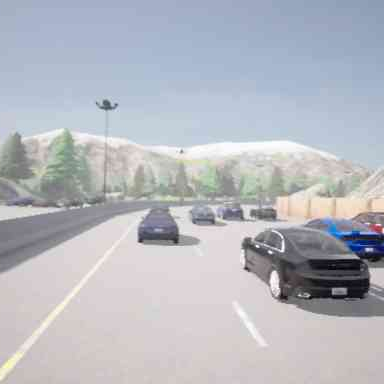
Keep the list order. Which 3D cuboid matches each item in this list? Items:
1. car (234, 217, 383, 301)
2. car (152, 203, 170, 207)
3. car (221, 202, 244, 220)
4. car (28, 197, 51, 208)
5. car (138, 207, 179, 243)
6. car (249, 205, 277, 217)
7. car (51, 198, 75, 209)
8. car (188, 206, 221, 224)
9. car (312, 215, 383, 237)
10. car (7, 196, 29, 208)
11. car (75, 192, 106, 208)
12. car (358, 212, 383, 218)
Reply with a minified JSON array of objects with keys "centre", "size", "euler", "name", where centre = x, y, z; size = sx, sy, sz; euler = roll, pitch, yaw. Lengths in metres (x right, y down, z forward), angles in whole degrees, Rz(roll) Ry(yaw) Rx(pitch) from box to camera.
[{"centre":[2.608,1.674,8.802],"size":[1.837,1.490,4.892],"euler":[2,0,-5],"name":"car"},{"centre":[-3.193,1.860,33.967],"size":[1.994,1.385,4.181],"euler":[2,-1,-3],"name":"car"},{"centre":[3.831,1.829,33.606],"size":[2.097,1.767,4.553],"euler":[2,-1,-4],"name":"car"},{"centre":[-20.716,1.588,47.077],"size":[1.994,1.385,4.181],"euler":[1,-1,5],"name":"car"},{"centre":[-1.698,1.710,17.018],"size":[1.994,1.385,4.181],"euler":[2,-1,-5],"name":"car"},{"centre":[7.284,2.069,34.310],"size":[2.128,1.511,4.902],"euler":[2,-1,-4],"name":"car"},{"centre":[-17.230,1.594,46.751],"size":[2.128,1.511,4.902],"euler":[1,-1,5],"name":"car"},{"centre":[0.765,1.881,28.010],"size":[2.033,1.411,5.357],"euler":[2,-1,-5],"name":"car"},{"centre":[5.670,1.780,13.531],"size":[1.882,1.535,5.008],"euler":[2,0,-5],"name":"car"},{"centre":[-24.196,1.370,47.404],"size":[1.882,1.535,5.008],"euler":[1,-1,5],"name":"car"},{"centre":[-13.732,1.034,46.402],"size":[2.150,2.045,5.566],"euler":[1,-1,5],"name":"car"},{"centre":[8.917,1.771,16.334],"size":[2.097,1.767,4.553],"euler":[2,-1,-5],"name":"car"}]
